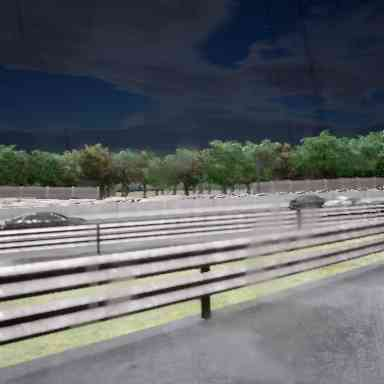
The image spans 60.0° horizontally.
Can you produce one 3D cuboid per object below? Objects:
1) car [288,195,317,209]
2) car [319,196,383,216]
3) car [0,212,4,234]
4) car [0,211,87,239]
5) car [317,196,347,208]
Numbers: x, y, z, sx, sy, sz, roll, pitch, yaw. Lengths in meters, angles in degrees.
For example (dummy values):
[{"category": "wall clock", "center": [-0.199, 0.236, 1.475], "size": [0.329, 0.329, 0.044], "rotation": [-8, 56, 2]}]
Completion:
[{"category": "car", "center": [11.707, 1.065, 32.223], "size": [4.892, 1.490, 1.837], "rotation": [-2, 1, -19]}, {"category": "car", "center": [12.371, 1.264, 25.034], "size": [4.718, 1.301, 1.895], "rotation": [-2, 1, -19]}, {"category": "car", "center": [-15.409, 2.271, 22.639], "size": [4.181, 1.385, 1.994], "rotation": [-2, 1, -19]}, {"category": "car", "center": [-9.158, 2.002, 21.136], "size": [4.892, 1.490, 1.837], "rotation": [-2, 1, -19]}, {"category": "car", "center": [13.719, 1.069, 29.222], "size": [4.674, 1.442, 1.812], "rotation": [-2, 1, -19]}]
